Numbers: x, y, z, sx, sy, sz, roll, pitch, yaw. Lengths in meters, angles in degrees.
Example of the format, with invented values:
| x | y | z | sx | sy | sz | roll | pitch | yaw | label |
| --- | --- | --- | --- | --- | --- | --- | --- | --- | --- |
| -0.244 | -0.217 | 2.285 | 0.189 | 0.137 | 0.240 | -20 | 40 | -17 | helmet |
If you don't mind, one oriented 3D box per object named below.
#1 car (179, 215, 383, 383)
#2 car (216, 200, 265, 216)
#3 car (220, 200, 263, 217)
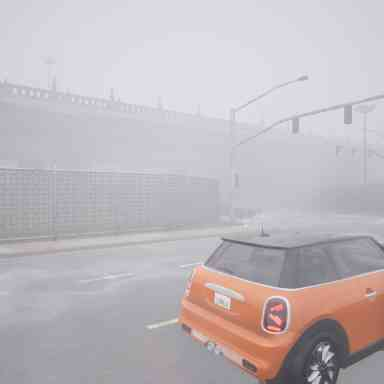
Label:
| x | y | z | sx | sy | sz | roll | pitch | yaw | label |
| --- | --- | --- | --- | --- | --- | --- | --- | --- | --- |
| 2.115 | 1.352 | 5.295 | 4.553 | 1.767 | 2.097 | 0 | 0 | -35 | car |
| 4.996 | 1.603 | 35.174 | 2.033 | 1.411 | 5.357 | 0 | 0 | -35 | car |
| 3.869 | 1.560 | 30.729 | 1.837 | 1.490 | 4.892 | 0 | 0 | -36 | car |
